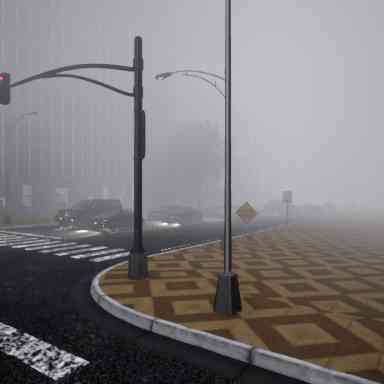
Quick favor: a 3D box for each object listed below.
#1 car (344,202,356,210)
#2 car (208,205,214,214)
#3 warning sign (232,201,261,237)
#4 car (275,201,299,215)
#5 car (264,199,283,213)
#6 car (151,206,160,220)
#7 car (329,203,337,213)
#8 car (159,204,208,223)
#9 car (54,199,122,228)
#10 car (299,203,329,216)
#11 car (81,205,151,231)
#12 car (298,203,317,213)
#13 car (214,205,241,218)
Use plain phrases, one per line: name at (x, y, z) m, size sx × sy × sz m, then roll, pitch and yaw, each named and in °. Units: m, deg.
car at (31.403, 2.770, 65.984) m, size 1.801 × 1.575 × 5.366 m, roll 0°, pitch -1°, yaw 33°
car at (3.010, 2.278, 42.057) m, size 1.895 × 1.301 × 4.718 m, roll 0°, pitch -1°, yaw 32°
warning sign at (3.052, 1.454, 18.587) m, size 1.300 × 1.860 × 1.060 m, roll 1°, pitch 1°, yaw 33°
car at (13.493, 2.373, 46.108) m, size 1.812 × 1.442 × 4.674 m, roll 0°, pitch -1°, yaw 33°
car at (12.950, 2.143, 51.387) m, size 2.150 × 2.045 × 5.566 m, roll 0°, pitch -1°, yaw 33°
car at (-2.465, 2.001, 33.536) m, size 1.837 × 1.490 × 4.892 m, roll 0°, pitch -1°, yaw 33°
car at (21.748, 2.537, 53.041) m, size 1.837 × 1.490 × 4.892 m, roll 0°, pitch -1°, yaw 33°
car at (-0.662, 2.033, 30.336) m, size 1.994 × 1.385 × 4.181 m, roll 0°, pitch -1°, yaw 32°
car at (-7.643, 1.547, 25.467) m, size 2.150 × 2.045 × 5.566 m, roll 0°, pitch -1°, yaw 33°
car at (16.458, 2.406, 44.704) m, size 2.033 × 1.411 × 5.357 m, roll 0°, pitch -1°, yaw 33°
car at (-5.194, 1.883, 23.270) m, size 1.994 × 1.385 × 4.181 m, roll 0°, pitch -1°, yaw 33°
car at (19.012, 2.593, 54.795) m, size 1.994 × 1.385 × 4.181 m, roll 0°, pitch -1°, yaw 33°
car at (4.797, 2.251, 38.830) m, size 1.895 × 1.301 × 4.718 m, roll 0°, pitch -1°, yaw 33°
